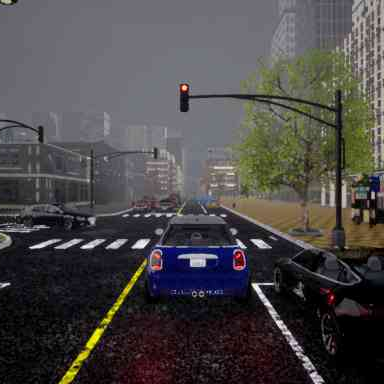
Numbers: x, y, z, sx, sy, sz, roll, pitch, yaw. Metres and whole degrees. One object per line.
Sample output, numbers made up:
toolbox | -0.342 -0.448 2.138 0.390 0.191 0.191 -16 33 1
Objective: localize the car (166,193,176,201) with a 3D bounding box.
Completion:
car | -5.568 1.324 88.150 2.192 1.841 5.009 0 0 0

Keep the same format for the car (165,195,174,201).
car | -5.577 1.559 82.599 2.008 1.369 4.403 0 0 0

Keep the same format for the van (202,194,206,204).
van | 2.760 1.345 49.284 1.690 1.788 3.998 0 0 0

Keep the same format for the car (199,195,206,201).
car | 2.812 1.534 88.311 1.752 1.417 4.829 0 0 0

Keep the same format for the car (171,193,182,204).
car | -2.992 1.226 59.008 2.150 2.045 5.566 0 0 1

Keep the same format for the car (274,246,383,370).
car | 2.701 1.566 5.704 1.947 1.339 4.313 0 0 0

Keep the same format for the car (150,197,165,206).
car | -5.614 1.555 54.844 2.008 1.369 4.403 0 0 0

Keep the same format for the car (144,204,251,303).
car | 0.111 1.352 8.372 2.097 1.767 4.553 0 0 0

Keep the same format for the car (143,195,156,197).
car | -5.628 1.318 43.742 2.192 1.841 5.009 0 0 0

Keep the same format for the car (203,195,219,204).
car | 2.752 1.528 43.903 1.752 1.417 4.829 0 0 0

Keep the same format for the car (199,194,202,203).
car | 2.774 1.556 60.386 2.008 1.369 4.403 0 0 0

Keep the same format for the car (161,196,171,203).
car | -5.592 1.532 71.327 1.752 1.417 4.829 0 0 0

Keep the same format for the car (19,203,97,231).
car | -8.089 1.457 20.154 4.902 1.511 2.128 2 0 19

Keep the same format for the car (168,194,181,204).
car | -3.033 1.481 48.511 1.882 1.535 5.008 0 0 0

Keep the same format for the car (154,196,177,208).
car | -3.041 1.528 38.477 1.812 1.442 4.674 0 0 -2

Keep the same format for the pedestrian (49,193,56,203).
pedestrian | -12.710 1.039 30.205 0.375 1.860 0.375 0 -1 -1

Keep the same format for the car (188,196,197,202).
car | 0.106 1.547 79.206 2.033 1.411 5.357 0 0 0

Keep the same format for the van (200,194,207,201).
van | 2.805 1.349 82.590 1.690 1.788 3.998 0 0 0

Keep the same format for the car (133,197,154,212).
car | -5.636 1.584 38.191 1.802 1.307 4.206 0 0 0
